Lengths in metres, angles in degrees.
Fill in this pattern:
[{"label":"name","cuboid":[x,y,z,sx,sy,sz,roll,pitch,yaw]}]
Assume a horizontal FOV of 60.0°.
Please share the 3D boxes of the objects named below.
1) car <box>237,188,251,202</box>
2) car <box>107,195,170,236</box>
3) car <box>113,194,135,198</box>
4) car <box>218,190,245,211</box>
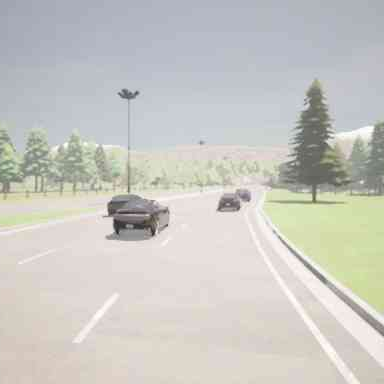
[{"label":"car","cuboid":[6.645,0.284,43.570,2.097,1.767,4.553,0,1,13]},{"label":"car","cuboid":[-2.246,1.100,15.821,2.128,1.511,4.902,0,1,6]},{"label":"car","cuboid":[-4.634,0.901,24.497,1.837,1.490,4.892,0,1,9]},{"label":"car","cuboid":[3.408,0.807,29.321,1.812,1.442,4.674,0,1,12]}]
